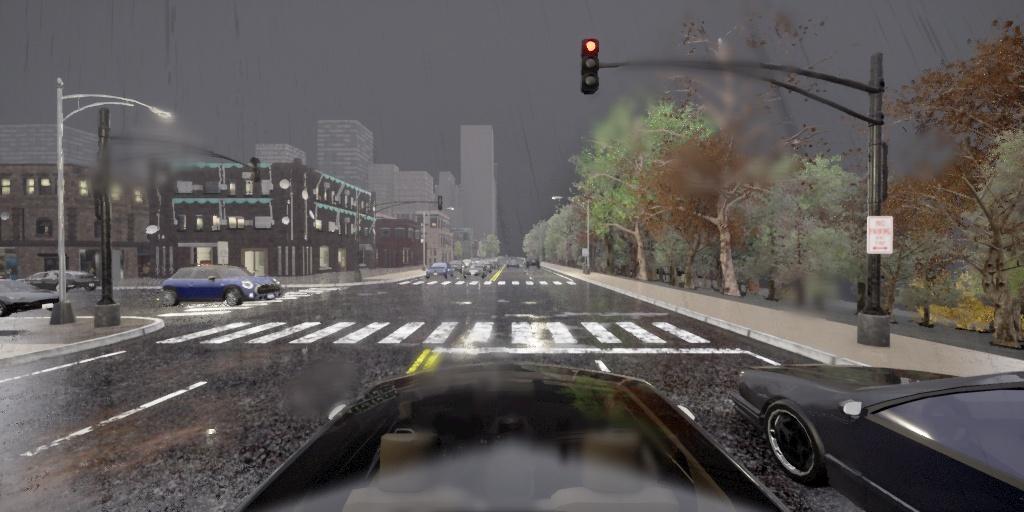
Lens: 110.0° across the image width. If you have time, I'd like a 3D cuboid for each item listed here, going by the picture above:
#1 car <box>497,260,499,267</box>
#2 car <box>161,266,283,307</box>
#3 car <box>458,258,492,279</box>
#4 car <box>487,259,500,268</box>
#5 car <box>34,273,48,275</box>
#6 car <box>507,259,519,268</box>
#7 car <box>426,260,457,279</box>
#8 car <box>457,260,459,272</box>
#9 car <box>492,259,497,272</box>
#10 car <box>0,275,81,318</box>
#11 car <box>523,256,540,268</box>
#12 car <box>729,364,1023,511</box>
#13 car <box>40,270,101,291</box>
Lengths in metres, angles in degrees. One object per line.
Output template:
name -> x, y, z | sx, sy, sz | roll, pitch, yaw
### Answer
car -> -3.267, 1.223, 52.820 | 2.128, 1.511, 4.902 | 0, 0, 0
car -> -12.761, 1.223, 15.923 | 4.553, 1.767, 2.097 | -1, 0, 7
car -> -3.300, 1.232, 33.009 | 2.128, 1.511, 4.902 | 0, 0, 0
car -> -3.215, 1.253, 63.410 | 1.812, 1.442, 4.674 | 0, 0, 1
car -> -24.975, 1.631, 16.444 | 4.718, 1.301, 1.895 | -1, 1, 0
car -> 0.182, 1.292, 61.092 | 1.994, 1.385, 4.181 | 0, 0, 0
car -> -6.552, 1.266, 33.022 | 1.812, 1.442, 4.674 | 0, 0, 0
car -> -6.537, 1.241, 42.282 | 1.837, 1.490, 4.892 | 0, 0, 0
car -> -3.285, 1.228, 42.414 | 2.128, 1.511, 4.902 | 0, 0, 0
car -> -19.930, 1.565, 13.725 | 4.313, 1.339, 1.948 | 0, 0, 0
car -> 3.430, 0.952, 59.865 | 2.150, 2.045, 5.566 | 0, 0, 0
car -> 3.350, 1.297, 1.544 | 2.033, 1.411, 5.357 | 0, 0, 0
car -> -28.252, 1.560, 22.249 | 4.403, 1.370, 2.007 | 0, 0, 0
